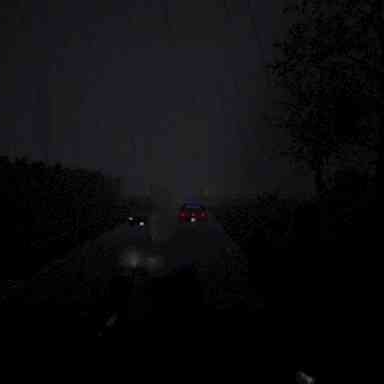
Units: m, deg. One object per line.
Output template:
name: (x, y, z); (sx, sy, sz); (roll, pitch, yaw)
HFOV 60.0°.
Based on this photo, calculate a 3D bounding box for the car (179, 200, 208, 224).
car: (0.071, 1.468, 23.252); (1.895, 1.301, 4.718); (0, 0, 0)

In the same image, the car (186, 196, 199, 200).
car: (0.051, 1.252, 37.293); (1.882, 1.535, 5.008); (0, 0, 0)

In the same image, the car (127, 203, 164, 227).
car: (-2.878, 1.424, 21.752); (2.033, 1.411, 5.357); (0, 0, 0)
